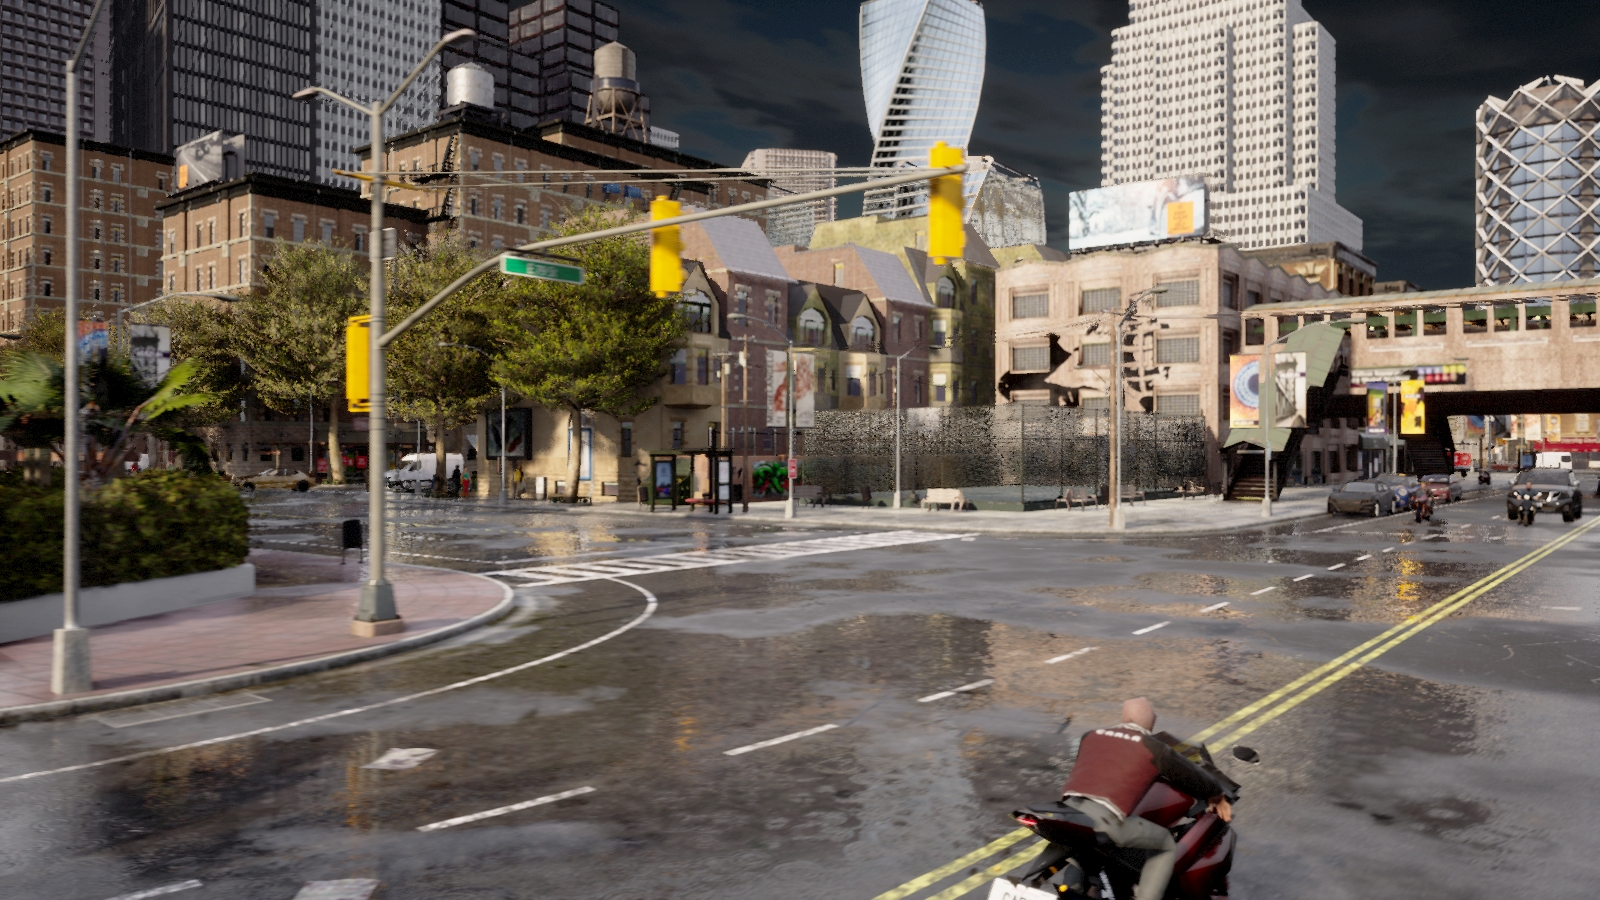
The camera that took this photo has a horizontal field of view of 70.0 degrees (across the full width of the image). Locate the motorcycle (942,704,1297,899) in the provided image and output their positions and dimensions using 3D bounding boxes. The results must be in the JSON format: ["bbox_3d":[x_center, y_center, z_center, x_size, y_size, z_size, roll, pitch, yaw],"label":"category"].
[{"bbox_3d":[1.758,2.206,6.001,0.867,1.251,2.209,0,0,43],"label":"motorcycle"}]

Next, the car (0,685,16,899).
[{"bbox_3d":[-5.453,2.039,4.572,3.633,1.501,1.845,0,0,-28],"label":"car"}]

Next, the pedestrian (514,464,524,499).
[{"bbox_3d":[-15.150,1.706,61.671,0.375,1.860,0.375,0,0,39],"label":"pedestrian"}]

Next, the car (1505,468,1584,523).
[{"bbox_3d":[30.422,1.784,46.590,2.150,2.045,5.566,0,0,39],"label":"car"}]

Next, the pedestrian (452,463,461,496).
[{"bbox_3d":[-19.858,1.707,66.059,0.375,1.860,0.375,0,0,42],"label":"pedestrian"}]

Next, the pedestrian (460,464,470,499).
[{"bbox_3d":[-18.206,1.709,62.047,0.375,1.860,0.375,0,0,-41],"label":"pedestrian"}]

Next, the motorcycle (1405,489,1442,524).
[{"bbox_3d":[24.396,2.209,44.695,0.867,1.251,2.209,0,0,39],"label":"motorcycle"}]

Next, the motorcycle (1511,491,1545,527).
[{"bbox_3d":[26.993,2.185,42.338,0.856,1.236,1.805,0,0,39],"label":"motorcycle"}]
